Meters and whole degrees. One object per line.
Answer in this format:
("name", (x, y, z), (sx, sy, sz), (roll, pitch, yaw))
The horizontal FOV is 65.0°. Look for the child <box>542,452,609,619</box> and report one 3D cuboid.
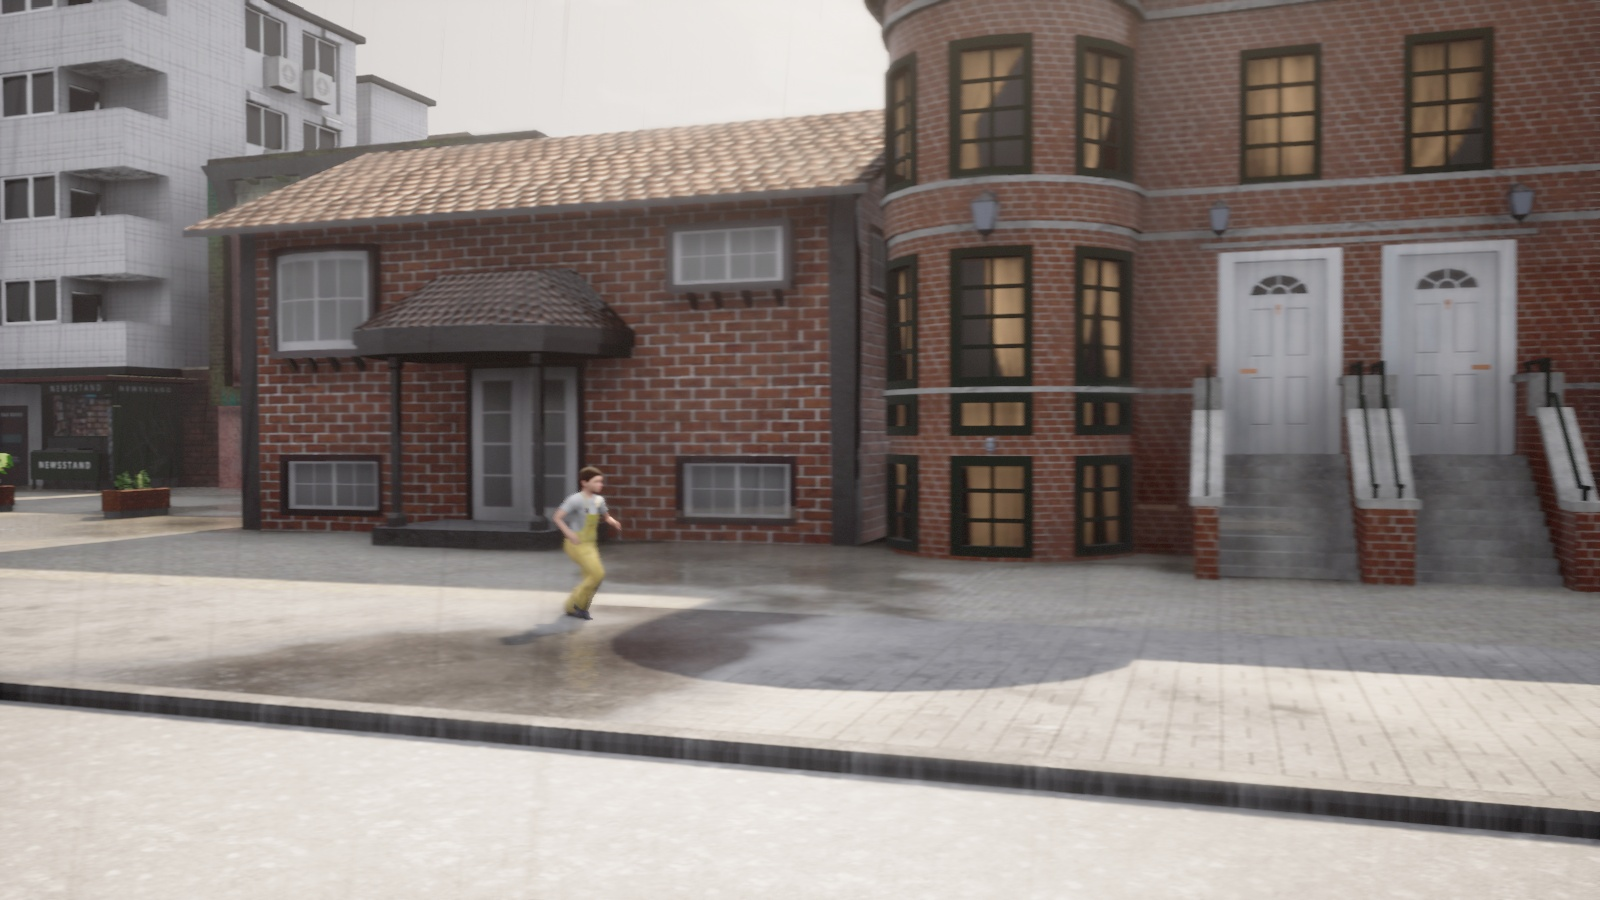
("child", (-1.750, 0.650, 9.773), (0.437, 1.263, 0.270), (1, 1, 23))
